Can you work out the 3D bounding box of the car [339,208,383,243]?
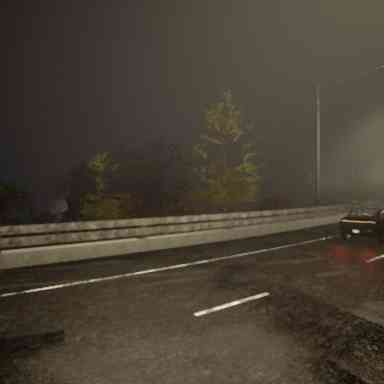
[{"bbox_3d":[8.938,1.523,16.416,2.128,1.511,4.902,0,0,45],"label":"car"}]
